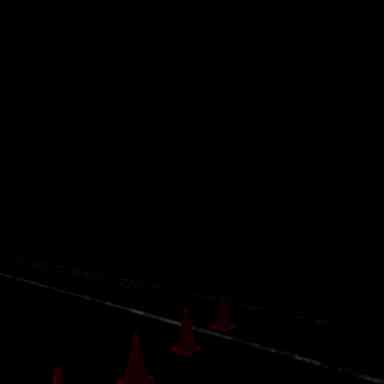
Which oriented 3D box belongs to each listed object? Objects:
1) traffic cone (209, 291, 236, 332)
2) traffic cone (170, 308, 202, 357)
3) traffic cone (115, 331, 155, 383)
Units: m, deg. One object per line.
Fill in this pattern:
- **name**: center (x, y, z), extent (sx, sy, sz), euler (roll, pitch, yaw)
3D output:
- **traffic cone**: center (0.508, 1.959, 5.570), extent (0.340, 0.580, 0.340), euler (0, 0, 36)
- **traffic cone**: center (-0.085, 1.959, 4.766), extent (0.340, 0.580, 0.340), euler (0, 0, 37)
- **traffic cone**: center (-0.677, 1.959, 3.962), extent (0.340, 0.580, 0.340), euler (0, 0, 36)
